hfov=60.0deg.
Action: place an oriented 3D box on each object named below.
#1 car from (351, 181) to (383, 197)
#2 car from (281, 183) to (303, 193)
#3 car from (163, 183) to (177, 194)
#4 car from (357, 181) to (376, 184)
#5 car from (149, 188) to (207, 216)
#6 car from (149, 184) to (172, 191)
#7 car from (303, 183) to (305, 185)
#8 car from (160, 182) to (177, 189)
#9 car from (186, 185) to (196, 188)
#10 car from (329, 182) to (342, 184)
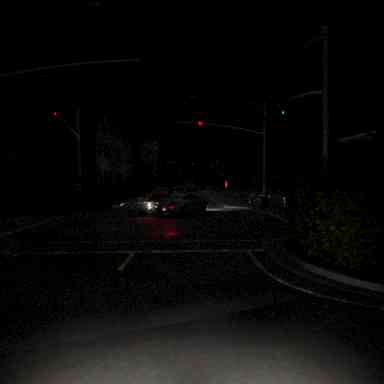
[{"bbox_3d":[22.259,-0.462,42.093,1.932,1.855,4.605,-1,2,0],"label":"car"},{"bbox_3d":[15.267,-0.526,52.071,2.007,1.523,4.514,-1,2,0],"label":"car"},{"bbox_3d":[-3.727,-0.643,57.572,2.097,1.767,4.553,-1,2,0],"label":"car"},{"bbox_3d":[19.014,-0.177,34.213,1.905,1.878,3.866,-1,2,0],"label":"car"},{"bbox_3d":[-0.659,0.731,22.692,1.812,1.442,4.674,2,4,28],"label":"car"},{"bbox_3d":[-3.717,0.162,37.765,1.882,1.535,5.008,-1,2,0],"label":"car"},{"bbox_3d":[18.891,-0.874,59.132,1.970,1.475,3.806,-1,2,0],"label":"car"},{"bbox_3d":[-3.740,-0.434,47.682,2.150,2.045,5.566,-1,2,0],"label":"car"},{"bbox_3d":[-0.171,-0.546,58.693,1.812,1.442,4.674,-1,2,0],"label":"car"},{"bbox_3d":[25.306,-1.035,59.484,2.152,1.636,5.027,-1,2,0],"label":"car"}]
